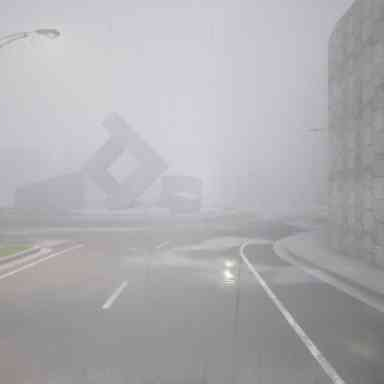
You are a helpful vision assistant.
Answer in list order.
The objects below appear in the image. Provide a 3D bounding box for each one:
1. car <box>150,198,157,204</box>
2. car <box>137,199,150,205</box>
[{"bbox_3d":[-9.847,2.348,86.255,1.994,1.385,4.181,0,-1,-1],"label":"car"},{"bbox_3d":[-11.125,2.202,70.424,1.994,1.385,4.181,0,-1,15],"label":"car"}]
